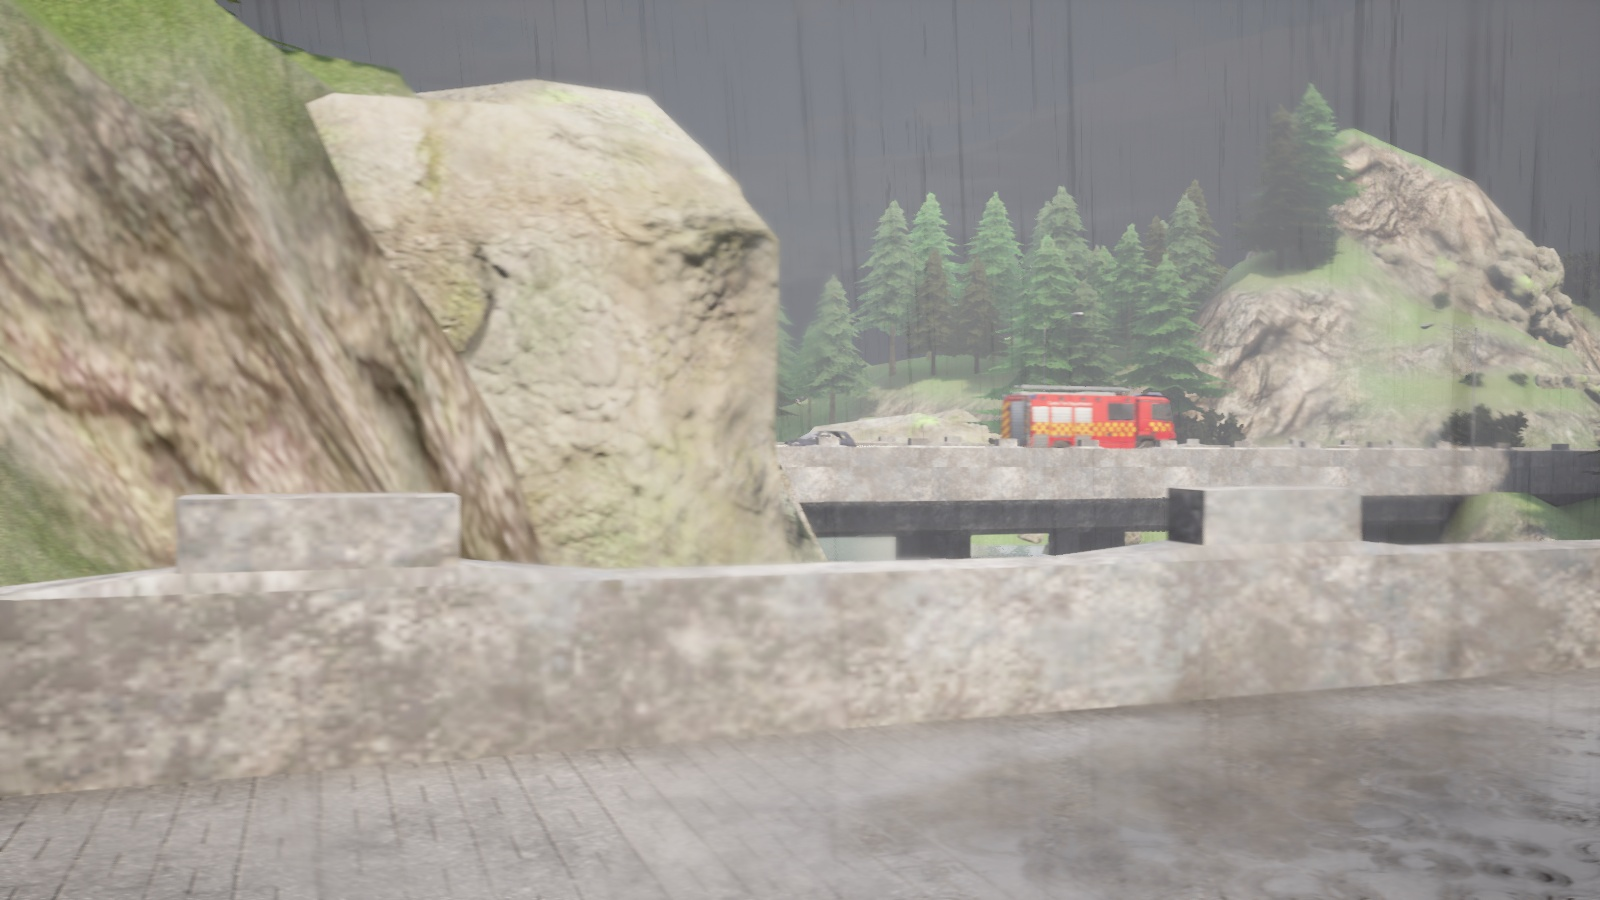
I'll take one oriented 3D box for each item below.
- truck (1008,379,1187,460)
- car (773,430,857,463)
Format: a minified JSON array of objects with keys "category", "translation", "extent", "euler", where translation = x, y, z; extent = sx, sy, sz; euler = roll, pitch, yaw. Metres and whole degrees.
[{"category":"truck","translation":[14.764,-1.535,62.330],"extent":[8.468,3.827,2.891],"euler":[-1,1,-21]},{"category":"car","translation":[0.720,-0.189,61.280],"extent":[3.633,1.501,1.845],"euler":[-1,1,-21]}]
